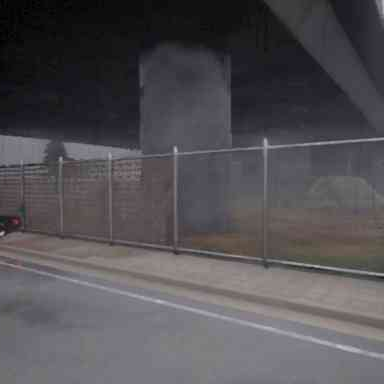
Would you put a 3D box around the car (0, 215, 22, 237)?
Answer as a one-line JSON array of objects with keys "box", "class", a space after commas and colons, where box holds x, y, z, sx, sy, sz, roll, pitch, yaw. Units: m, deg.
[{"box": [-9.440, 1.312, 13.363, 4.718, 1.301, 1.895, 0, 6, 16], "class": "car"}]
